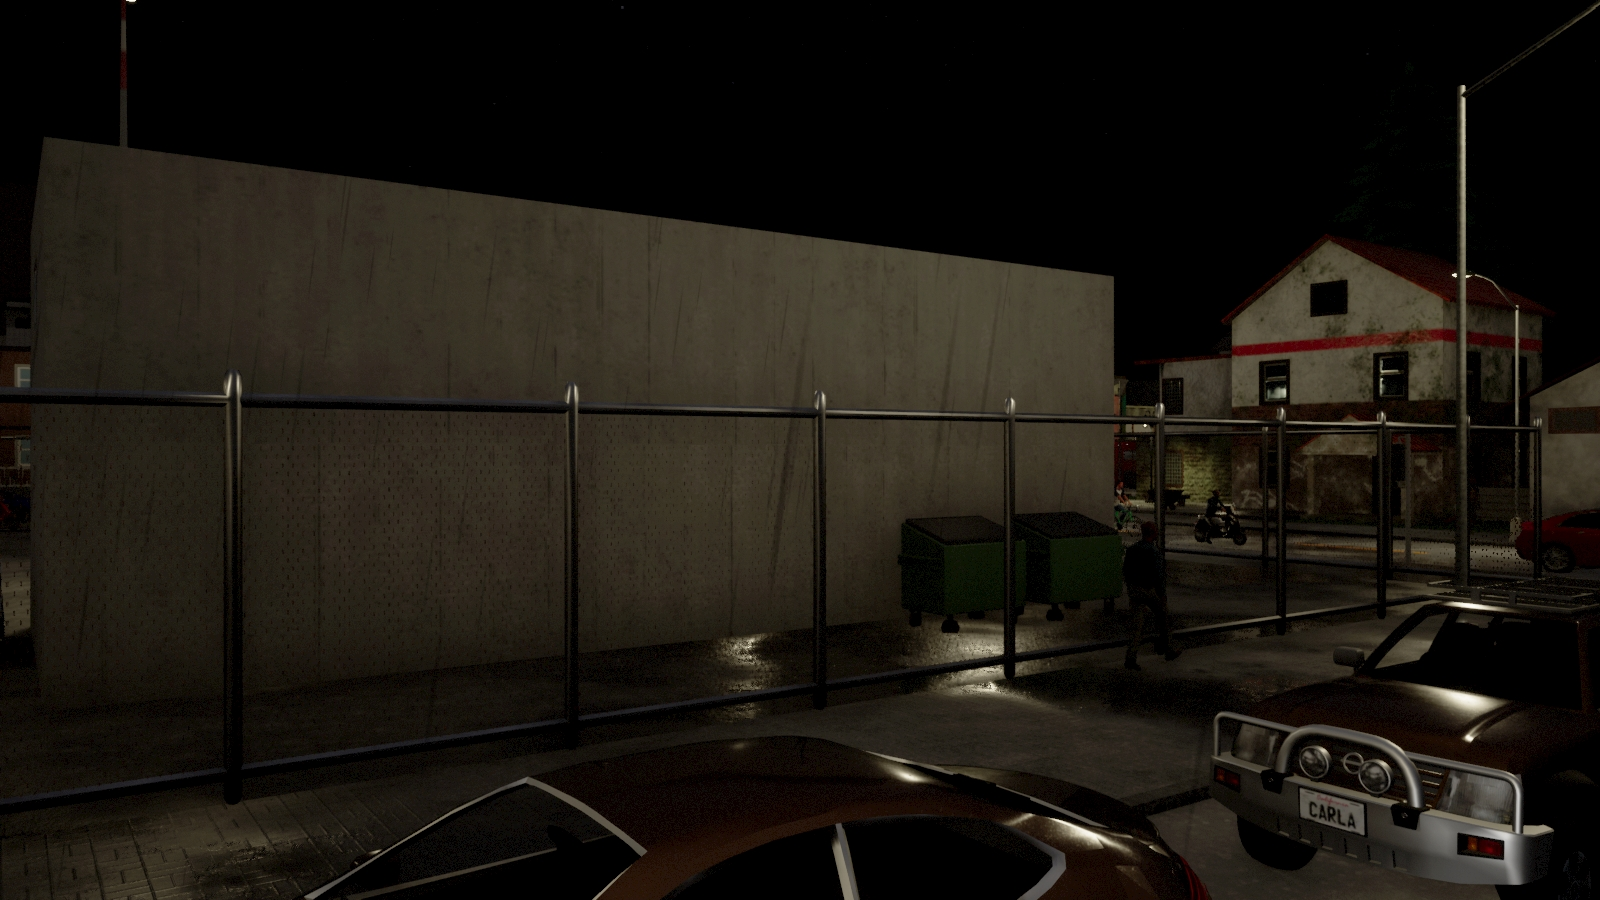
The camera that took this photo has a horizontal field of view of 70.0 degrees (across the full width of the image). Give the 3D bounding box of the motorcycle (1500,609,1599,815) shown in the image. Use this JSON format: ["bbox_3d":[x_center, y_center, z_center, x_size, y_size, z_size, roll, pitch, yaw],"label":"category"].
[{"bbox_3d":[6.256,1.958,8.768,1.805,1.236,0.856,0,0,-35],"label":"motorcycle"}]

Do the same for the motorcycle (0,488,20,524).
[{"bbox_3d":[-28.351,1.962,39.914,1.805,1.236,0.856,0,0,-35],"label":"motorcycle"}]

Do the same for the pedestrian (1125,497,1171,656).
[{"bbox_3d":[4.210,1.513,13.815,0.375,1.860,0.375,0,0,-35],"label":"pedestrian"}]

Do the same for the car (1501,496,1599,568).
[{"bbox_3d":[18.548,1.831,25.070,2.231,1.480,4.892,0,-1,-33],"label":"car"}]

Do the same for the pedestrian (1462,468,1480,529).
[{"bbox_3d":[21.006,1.510,35.773,0.375,1.860,0.375,0,0,-34],"label":"pedestrian"}]

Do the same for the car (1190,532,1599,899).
[{"bbox_3d":[4.948,1.640,7.839,4.605,1.855,1.932,0,0,-35],"label":"car"}]

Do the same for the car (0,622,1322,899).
[{"bbox_3d":[-0.619,1.771,3.955,5.027,1.651,2.152,0,0,-35],"label":"car"}]
